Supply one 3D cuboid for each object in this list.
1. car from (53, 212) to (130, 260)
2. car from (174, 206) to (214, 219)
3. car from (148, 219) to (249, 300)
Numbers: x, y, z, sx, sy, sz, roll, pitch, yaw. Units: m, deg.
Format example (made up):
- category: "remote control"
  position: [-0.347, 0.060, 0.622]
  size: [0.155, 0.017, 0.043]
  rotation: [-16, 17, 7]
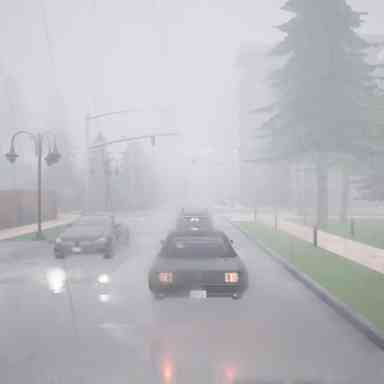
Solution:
- category: "car"
  position: [-3.548, 1.525, 12.615]
  size: [1.812, 1.442, 4.674]
  rotation: [0, 0, 0]
- category: "car"
  position: [0.131, 1.505, 17.627]
  size: [1.837, 1.490, 4.892]
  rotation: [0, 0, 0]
- category: "car"
  position: [0.118, 1.601, 8.366]
  size: [1.895, 1.301, 4.718]
  rotation: [0, 0, 0]
